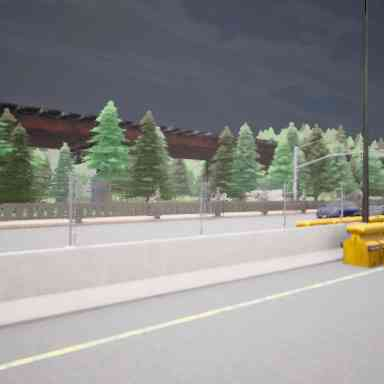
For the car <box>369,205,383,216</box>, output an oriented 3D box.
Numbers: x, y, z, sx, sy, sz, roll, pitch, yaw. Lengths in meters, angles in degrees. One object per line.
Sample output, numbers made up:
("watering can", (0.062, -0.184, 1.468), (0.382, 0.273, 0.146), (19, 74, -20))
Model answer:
("car", (15.669, 1.815, 27.957), (5.357, 1.411, 2.033), (1, 0, -35))
